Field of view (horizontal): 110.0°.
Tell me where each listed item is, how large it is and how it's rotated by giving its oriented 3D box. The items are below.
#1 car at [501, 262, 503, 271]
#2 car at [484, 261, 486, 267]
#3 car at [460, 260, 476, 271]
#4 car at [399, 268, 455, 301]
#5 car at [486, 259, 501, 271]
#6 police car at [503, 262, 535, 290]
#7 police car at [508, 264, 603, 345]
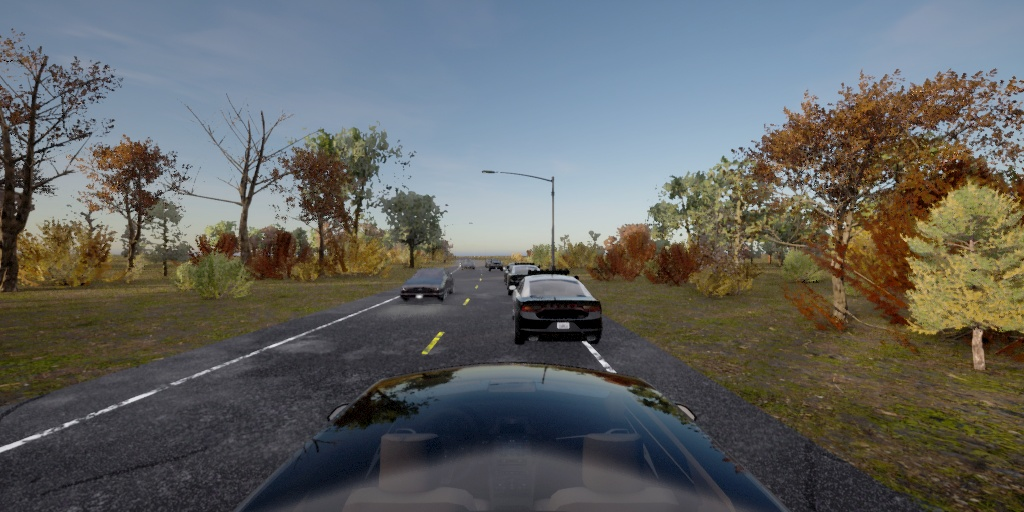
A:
[{"bbox_3d":[0.409,1.220,25.663,1.882,1.535,5.008,0,0,-3],"label":"car"},{"bbox_3d":[-3.526,1.218,60.224,2.128,1.511,4.902,0,0,-7],"label":"car"},{"bbox_3d":[-5.914,1.241,48.658,1.837,1.490,4.892,0,0,-6],"label":"car"},{"bbox_3d":[-3.912,1.296,17.488,2.033,1.411,5.357,0,0,-2],"label":"car"},{"bbox_3d":[-2.177,1.241,47.334,1.837,1.490,4.892,0,0,-5],"label":"car"},{"bbox_3d":[0.676,1.173,19.745,1.930,1.638,5.238,0,0,-2],"label":"police car"},{"bbox_3d":[0.968,1.175,9.693,1.930,1.638,5.238,0,0,-1],"label":"police car"}]
